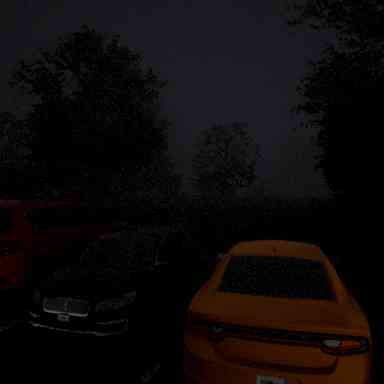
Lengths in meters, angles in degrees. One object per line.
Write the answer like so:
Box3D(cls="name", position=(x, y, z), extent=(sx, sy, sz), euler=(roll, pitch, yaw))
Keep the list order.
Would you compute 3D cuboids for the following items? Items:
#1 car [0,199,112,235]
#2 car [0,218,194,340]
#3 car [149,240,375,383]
Box3D(cls="car", position=(-3.565, 1.203, 8.621), extent=(2.435, 2.045, 5.566), euler=(0, 0, 15))
Box3D(cls="car", position=(-1.125, 1.475, 6.895), extent=(2.231, 1.521, 4.892), euler=(1, 0, 15))
Box3D(cls="car", position=(1.297, 1.484, 5.176), extent=(2.097, 1.535, 5.008), euler=(0, -1, 15))
